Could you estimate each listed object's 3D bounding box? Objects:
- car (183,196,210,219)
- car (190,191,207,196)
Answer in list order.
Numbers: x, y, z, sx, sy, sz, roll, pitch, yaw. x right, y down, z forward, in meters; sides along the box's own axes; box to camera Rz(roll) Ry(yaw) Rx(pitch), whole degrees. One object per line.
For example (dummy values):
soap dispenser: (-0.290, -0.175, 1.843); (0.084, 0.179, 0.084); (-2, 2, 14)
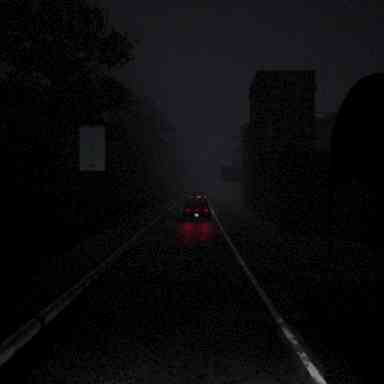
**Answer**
car: (0.363, 1.230, 24.739); (1.895, 1.301, 4.718); (0, 1, 1)
car: (0.814, 0.616, 41.922); (2.097, 1.767, 4.553); (0, 1, 2)
